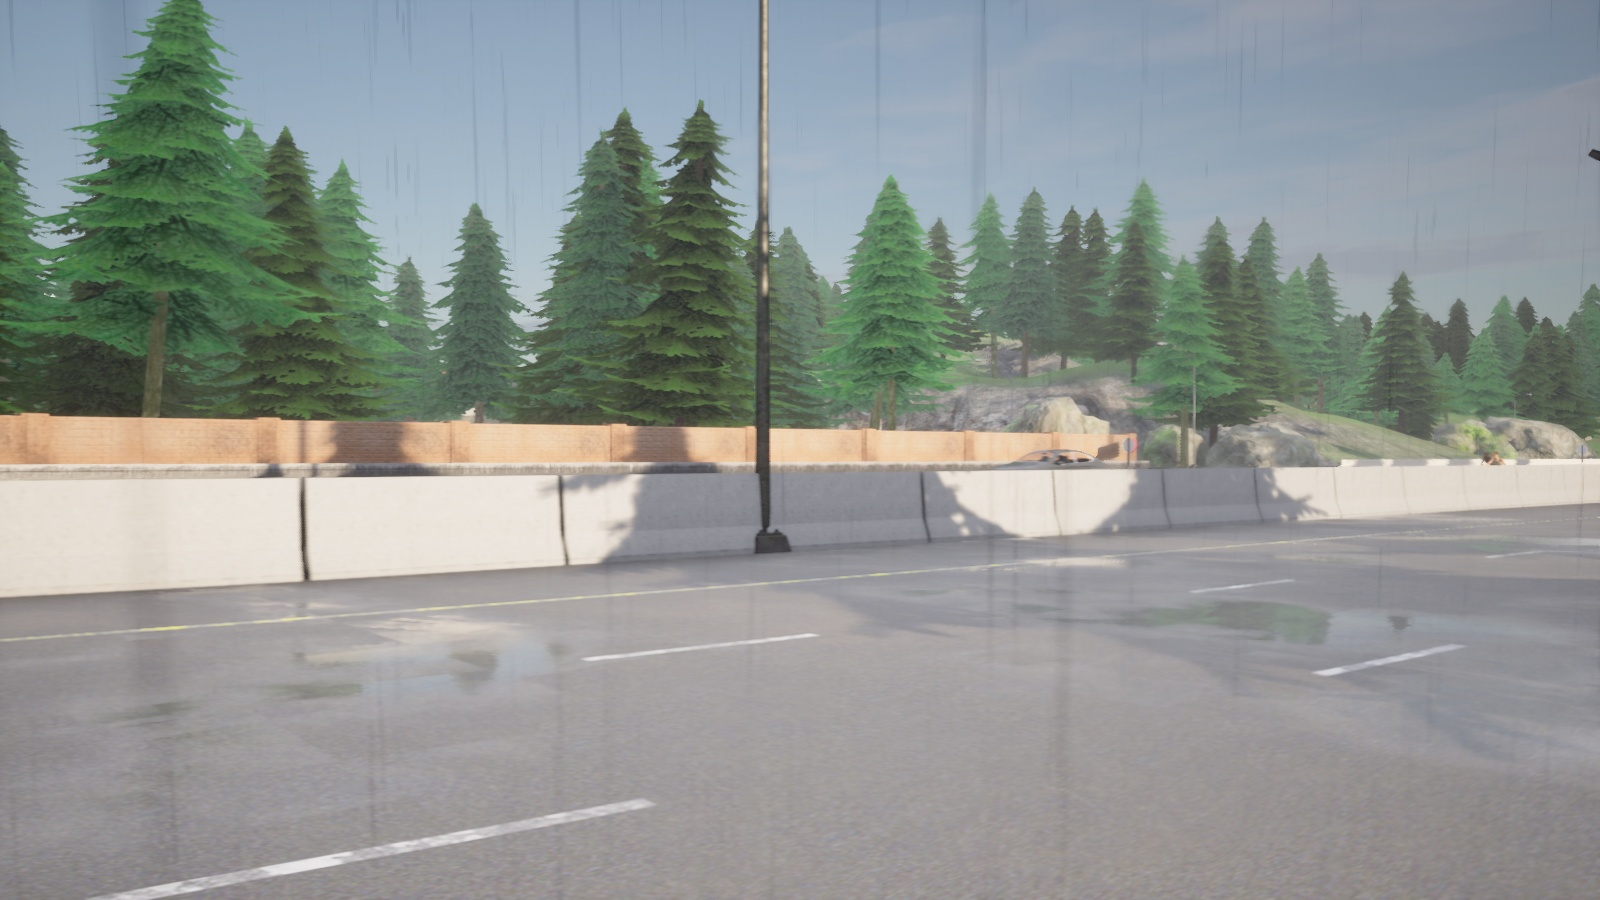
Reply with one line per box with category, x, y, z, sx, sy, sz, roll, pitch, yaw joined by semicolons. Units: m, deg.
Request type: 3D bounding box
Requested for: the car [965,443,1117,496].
car;7.968;0.612;41.289;5.027;1.651;2.152;0;0;-39
